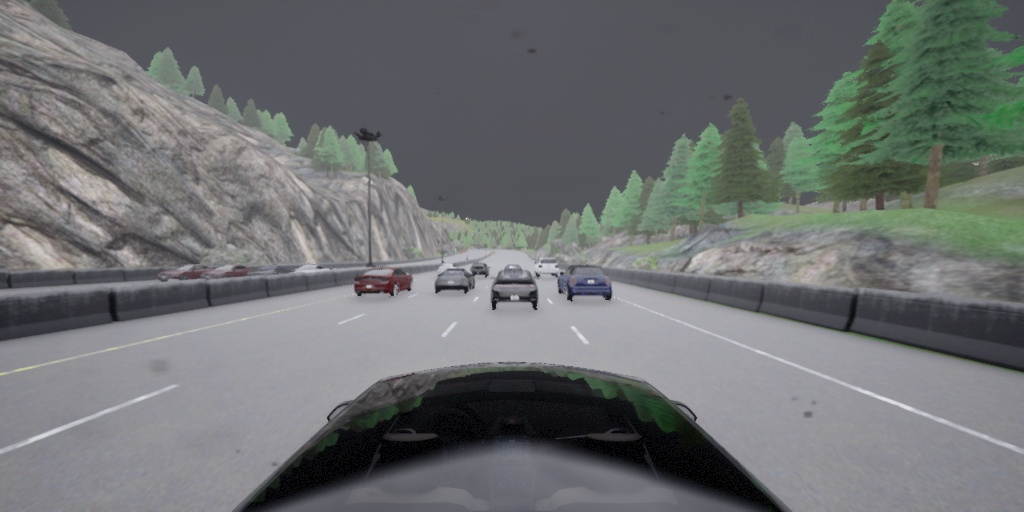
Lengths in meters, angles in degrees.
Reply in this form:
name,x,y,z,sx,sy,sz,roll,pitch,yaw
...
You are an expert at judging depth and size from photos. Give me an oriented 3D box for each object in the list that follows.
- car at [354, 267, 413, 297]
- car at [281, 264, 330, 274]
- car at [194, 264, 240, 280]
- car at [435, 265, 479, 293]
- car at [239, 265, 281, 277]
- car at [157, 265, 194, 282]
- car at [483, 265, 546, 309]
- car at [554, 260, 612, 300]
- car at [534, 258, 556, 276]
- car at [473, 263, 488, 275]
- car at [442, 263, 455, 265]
name,x,y,z,sx,sy,sz,roll,pitch,yaw
car,-6.899,1.343,19.792,1.882,1.535,5.008,0,0,0
car,-17.594,1.465,31.314,1.812,1.442,4.674,0,0,0
car,-24.593,1.465,31.279,1.812,1.442,4.674,0,0,0
car,-3.399,1.443,21.935,1.994,1.385,4.181,0,0,0
car,-21.093,1.504,31.426,1.994,1.385,4.181,0,0,0
car,-28.092,1.465,31.251,1.812,1.442,4.674,0,0,0
car,0.101,1.329,15.514,2.128,1.511,4.902,0,0,0
car,3.601,1.209,18.483,2.097,1.767,4.553,0,0,0
car,3.602,1.203,37.938,2.150,2.045,5.566,0,0,0
car,-3.398,1.489,38.380,1.837,1.490,4.892,0,0,0
car,-6.898,1.513,38.871,1.812,1.442,4.674,0,0,0
